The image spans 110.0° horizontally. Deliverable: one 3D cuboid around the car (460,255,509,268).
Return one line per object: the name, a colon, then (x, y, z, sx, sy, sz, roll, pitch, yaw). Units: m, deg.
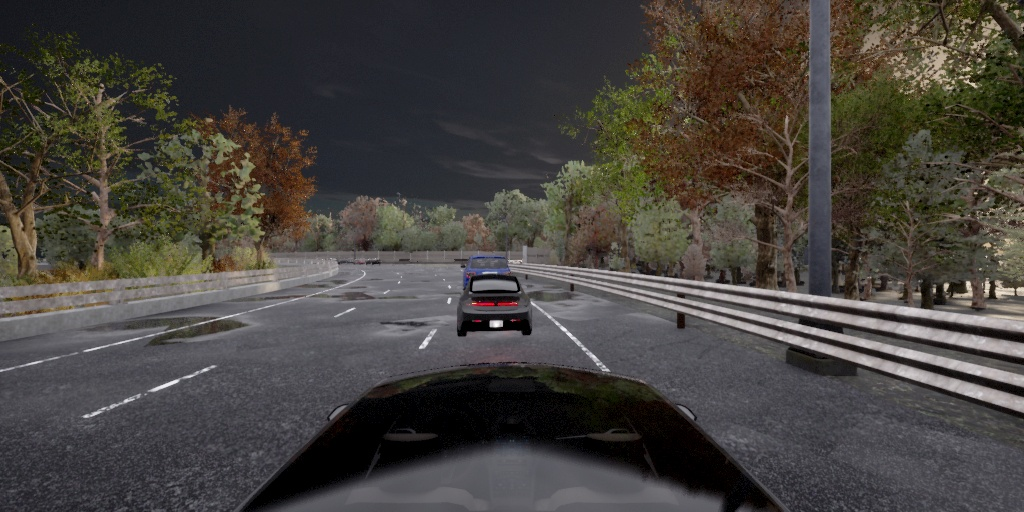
car: (-1.331, 0.971, 17.834, 2.150, 2.045, 5.566, 0, 0, -8)

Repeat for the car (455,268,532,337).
car: (-0.560, 1.255, 10.355, 1.837, 1.490, 4.892, 0, 0, -5)
